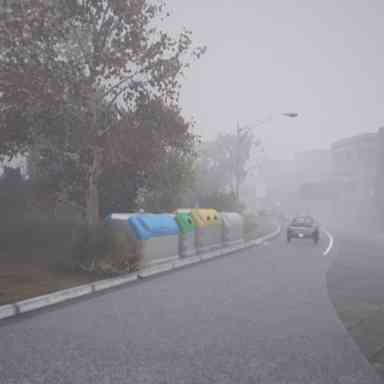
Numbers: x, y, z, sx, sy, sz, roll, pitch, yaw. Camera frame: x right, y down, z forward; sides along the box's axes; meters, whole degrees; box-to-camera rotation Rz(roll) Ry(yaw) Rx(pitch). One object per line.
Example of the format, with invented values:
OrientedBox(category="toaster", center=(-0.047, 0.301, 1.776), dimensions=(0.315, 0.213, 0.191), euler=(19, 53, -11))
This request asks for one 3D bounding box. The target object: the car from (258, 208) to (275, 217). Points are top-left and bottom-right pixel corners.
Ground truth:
OrientedBox(category="car", center=(12.894, 3.513, 57.670), dimensions=(1.994, 1.385, 4.181), euler=(0, 0, -5))

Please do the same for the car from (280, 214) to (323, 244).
OrientedBox(category="car", center=(7.399, 2.437, 21.813), dimensions=(2.128, 1.511, 4.902), euler=(1, -2, 24))

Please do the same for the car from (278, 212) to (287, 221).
OrientedBox(category="car", center=(13.066, 3.436, 45.567), dimensions=(1.895, 1.301, 4.718), euler=(0, -1, 4))

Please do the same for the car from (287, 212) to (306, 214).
OrientedBox(category="car", center=(11.658, 3.013, 35.392), dimensions=(2.128, 1.511, 4.902), euler=(0, -2, 12))
